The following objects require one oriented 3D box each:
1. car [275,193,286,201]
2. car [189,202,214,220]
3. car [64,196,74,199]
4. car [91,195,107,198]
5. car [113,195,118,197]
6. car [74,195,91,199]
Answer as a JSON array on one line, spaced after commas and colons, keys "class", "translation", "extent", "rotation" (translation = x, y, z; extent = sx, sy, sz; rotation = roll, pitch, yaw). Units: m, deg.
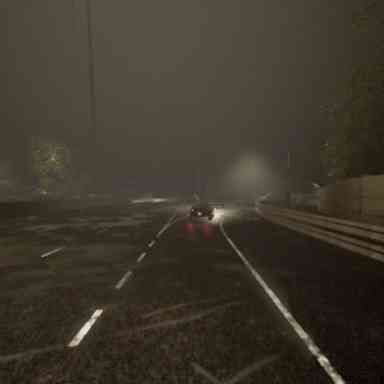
[{"class": "car", "translation": [22.825, 1.912, 86.721], "extent": [1.837, 1.490, 4.892], "rotation": [0, 3, 20]}, {"class": "car", "translation": [0.899, 1.559, 28.589], "extent": [1.812, 1.442, 4.674], "rotation": [0, 0, 8]}, {"class": "car", "translation": [-28.012, 1.619, 75.995], "extent": [1.812, 1.442, 4.674], "rotation": [0, 0, 0]}, {"class": "car", "translation": [-21.012, 1.619, 75.997], "extent": [1.812, 1.442, 4.674], "rotation": [0, 0, 0]}, {"class": "car", "translation": [-21.014, 1.652, 92.246], "extent": [1.812, 1.442, 4.674], "rotation": [0, 0, 0]}, {"class": "car", "translation": [-24.512, 1.450, 76.026], "extent": [2.097, 1.767, 4.553], "rotation": [0, 0, 0]}]
